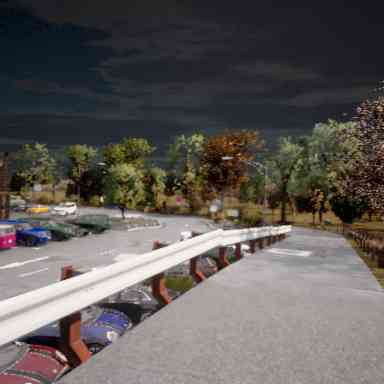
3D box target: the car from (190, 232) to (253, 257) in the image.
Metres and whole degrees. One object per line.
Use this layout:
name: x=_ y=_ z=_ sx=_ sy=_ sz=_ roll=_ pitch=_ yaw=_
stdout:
car: x=1.625 y=4.153 z=24.928 sx=5.566 sy=2.045 sz=2.435 roll=3 pitch=1 yaw=3

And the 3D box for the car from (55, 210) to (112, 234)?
car: x=-11.750 y=3.509 z=37.019 sx=5.566 sy=2.045 sz=2.435 roll=1 pitch=1 yaw=3

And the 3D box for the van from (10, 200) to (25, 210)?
van: x=-32.087 y=2.487 z=60.128 sx=1.878 sy=1.987 sz=4.442 roll=2 pitch=2 yaw=4

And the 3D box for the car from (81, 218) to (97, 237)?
car: x=-12.837 y=3.796 z=34.312 sx=4.792 sy=1.488 sz=2.163 roll=1 pitch=0 yaw=2

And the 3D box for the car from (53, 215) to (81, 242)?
car: x=-13.959 y=3.521 z=31.565 sx=5.566 sy=2.045 sz=2.435 roll=1 pitch=0 yaw=2

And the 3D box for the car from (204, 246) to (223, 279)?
car: x=-0.687 y=4.290 z=19.329 sx=4.553 sy=1.767 sz=2.185 roll=3 pitch=1 yaw=2

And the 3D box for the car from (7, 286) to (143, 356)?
car: x=-4.223 y=4.303 z=10.975 sx=4.553 sy=1.767 sz=2.185 roll=3 pitch=1 yaw=3

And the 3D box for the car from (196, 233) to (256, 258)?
car: x=2.767 y=4.427 z=27.729 sx=4.792 sy=1.488 sz=2.163 roll=3 pitch=1 yaw=3

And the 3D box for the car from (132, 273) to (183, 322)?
car: x=-3.031 y=4.426 z=13.751 sx=4.892 sy=1.521 sz=2.231 roll=3 pitch=1 yaw=2

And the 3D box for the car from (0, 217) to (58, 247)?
car: x=-15.092 y=3.527 z=28.831 sx=5.566 sy=2.045 sz=2.435 roll=1 pitch=0 yaw=2

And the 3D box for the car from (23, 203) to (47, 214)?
car: x=-26.589 y=2.923 z=58.003 sx=1.946 sy=1.575 sz=5.366 roll=1 pitch=2 yaw=4

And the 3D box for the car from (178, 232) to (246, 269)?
car: x=0.416 y=4.156 z=22.117 sx=5.566 sy=2.045 sz=2.435 roll=3 pitch=1 yaw=2

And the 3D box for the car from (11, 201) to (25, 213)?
car: x=-29.351 y=2.860 z=59.030 sx=2.002 sy=1.452 sz=4.674 roll=1 pitch=2 yaw=4

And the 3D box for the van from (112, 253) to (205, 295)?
van: x=-1.754 y=4.199 z=16.542 sx=4.442 sy=1.987 sz=1.878 roll=3 pitch=1 yaw=2

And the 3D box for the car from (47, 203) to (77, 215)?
car: x=-21.093 y=2.903 z=55.355 sx=2.435 sy=2.045 sz=5.566 roll=2 pitch=2 yaw=4

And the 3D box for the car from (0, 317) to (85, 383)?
car: x=-5.374 y=4.308 z=8.173 sx=4.553 sy=1.767 sz=2.185 roll=3 pitch=1 yaw=2

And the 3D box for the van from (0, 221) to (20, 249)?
van: x=-16.369 y=3.555 z=26.094 sx=4.442 sy=1.987 sz=1.878 roll=1 pitch=1 yaw=3
